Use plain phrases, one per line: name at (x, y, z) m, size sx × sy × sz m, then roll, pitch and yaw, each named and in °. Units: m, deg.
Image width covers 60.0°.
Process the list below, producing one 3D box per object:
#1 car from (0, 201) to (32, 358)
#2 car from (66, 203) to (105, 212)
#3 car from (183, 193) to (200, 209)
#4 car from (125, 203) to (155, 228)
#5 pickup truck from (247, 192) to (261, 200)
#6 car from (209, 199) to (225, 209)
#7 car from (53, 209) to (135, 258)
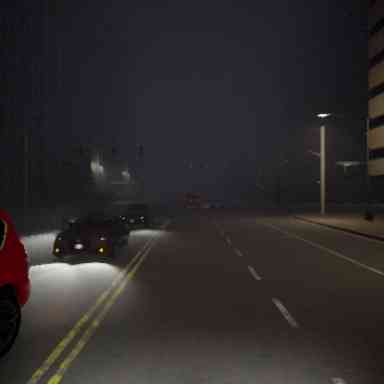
car at (-3.608, 1.224, 3.029) m, size 2.150 × 2.045 × 5.566 m, roll 0°, pitch 0°, yaw 0°
car at (-7.099, 1.486, 22.233) m, size 2.128 × 1.511 × 4.902 m, roll 0°, pitch 0°, yaw 0°
car at (-0.105, 1.189, 45.893) m, size 2.150 × 2.045 × 5.566 m, roll 0°, pitch 0°, yaw 0°
car at (-3.599, 1.505, 22.248) m, size 1.837 × 1.490 × 4.892 m, roll 0°, pitch 0°, yaw 0°
pickup truck at (16.232, 0.981, 85.622) m, size 2.390 × 2.098 × 6.274 m, roll 0°, pitch 0°, yaw 30°
car at (3.394, 1.565, 45.510) m, size 1.895 × 1.301 × 4.718 m, roll 0°, pitch 0°, yaw 0°
car at (-3.633, 1.558, 12.689) m, size 1.994 × 1.385 × 4.181 m, roll 0°, pitch 0°, yaw 0°
